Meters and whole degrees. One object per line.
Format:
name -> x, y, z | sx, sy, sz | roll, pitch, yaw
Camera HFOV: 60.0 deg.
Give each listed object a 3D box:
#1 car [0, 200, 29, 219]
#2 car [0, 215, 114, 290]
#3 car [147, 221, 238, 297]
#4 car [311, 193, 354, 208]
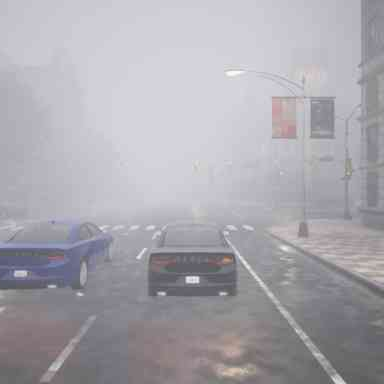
car -> -16.219, 1.478, 28.740 | 5.008, 1.535, 1.882 | 0, -1, 29
car -> -3.489, 1.478, 9.118 | 1.882, 1.535, 5.008 | 0, 0, -2
car -> 0.007, 1.478, 8.651 | 1.882, 1.535, 5.008 | 0, 0, 0
car -> 19.583, 1.221, 46.347 | 5.566, 2.045, 2.150 | 0, 0, 0
